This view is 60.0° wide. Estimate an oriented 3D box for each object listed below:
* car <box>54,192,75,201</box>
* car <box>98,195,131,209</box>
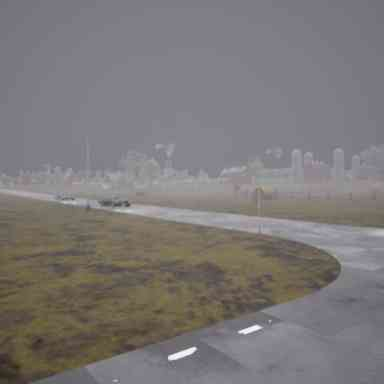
[{"bbox_3d":[-19.187,0.673,49.966,2.033,1.411,5.357,-1,2,-37],"label":"car"},{"bbox_3d":[-8.227,1.047,35.301,1.895,1.301,4.718,-1,2,-37],"label":"car"}]
